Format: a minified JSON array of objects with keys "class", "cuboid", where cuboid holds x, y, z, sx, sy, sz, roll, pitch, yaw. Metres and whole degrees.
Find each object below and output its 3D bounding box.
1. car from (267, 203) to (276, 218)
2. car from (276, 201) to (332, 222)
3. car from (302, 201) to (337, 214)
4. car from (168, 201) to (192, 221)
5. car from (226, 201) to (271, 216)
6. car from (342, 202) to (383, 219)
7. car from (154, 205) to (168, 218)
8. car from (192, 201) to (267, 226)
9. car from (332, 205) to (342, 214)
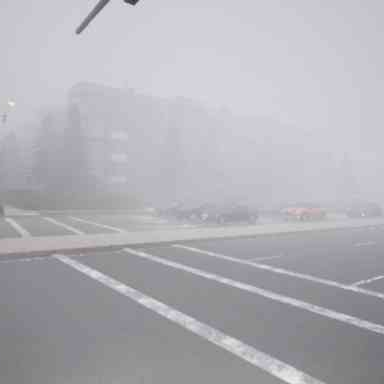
[{"class":"car","cuboid":[8.950,1.828,33.288,5.357,1.411,2.033,2,0,-37]},{"class":"car","cuboid":[10.034,1.663,29.717,4.553,1.767,2.097,2,0,-37]},{"class":"car","cuboid":[16.698,1.991,43.536,5.008,1.535,1.882,1,0,-37]},{"class":"car","cuboid":[0.851,1.518,27.144,5.008,1.535,1.882,2,0,-37]},{"class":"car","cuboid":[6.027,1.701,35.460,4.892,1.490,1.837,1,0,-37]},{"class":"car","cuboid":[18.915,1.927,36.438,4.553,1.767,2.097,2,0,-37]},{"class":"car","cuboid":[-1.173,1.509,30.014,4.674,1.442,1.812,2,0,-36]},{"class":"car","cuboid":[2.787,1.587,24.222,4.902,1.511,2.128,2,0,-37]},{"class":"car","cuboid":[19.406,2.155,41.195,4.181,1.385,1.994,2,0,-37]}]
